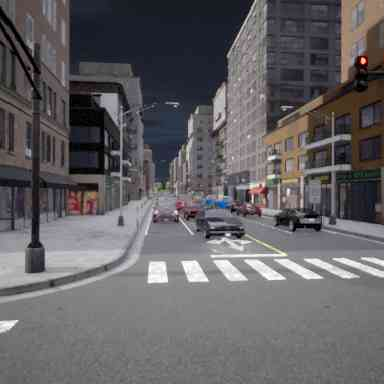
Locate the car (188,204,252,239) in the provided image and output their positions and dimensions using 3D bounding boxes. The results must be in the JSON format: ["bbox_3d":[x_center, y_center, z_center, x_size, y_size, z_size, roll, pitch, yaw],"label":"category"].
[{"bbox_3d":[1.300,1.573,17.875,2.033,1.411,5.357,0,0,-8],"label":"car"}]

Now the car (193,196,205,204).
[{"bbox_3d":[1.480,1.592,70.150,1.967,1.590,4.097,0,0,-6],"label":"car"}]

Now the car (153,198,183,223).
[{"bbox_3d":[-2.011,1.463,25.476,1.967,1.590,4.097,0,0,-6],"label":"car"}]

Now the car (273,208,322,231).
[{"bbox_3d":[6.533,1.621,20.811,1.947,1.339,4.313,0,0,-6],"label":"car"}]

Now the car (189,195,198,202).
[{"bbox_3d":[0.357,1.620,81.115,1.967,1.590,4.097,0,0,-6],"label":"car"}]

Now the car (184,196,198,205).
[{"bbox_3d":[-0.202,1.611,61.672,2.128,1.511,4.902,0,0,-6],"label":"car"}]

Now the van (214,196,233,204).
[{"bbox_3d":[4.288,1.429,42.740,1.690,1.788,3.998,0,0,-6],"label":"van"}]

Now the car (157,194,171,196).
[{"bbox_3d":[-4.819,1.513,52.886,1.967,1.590,4.097,0,0,-6],"label":"car"}]

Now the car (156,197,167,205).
[{"bbox_3d":[-5.942,1.650,63.850,2.008,1.369,4.403,0,0,-6],"label":"car"}]

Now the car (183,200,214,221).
[{"bbox_3d":[0.293,1.639,27.865,1.895,1.301,4.718,0,0,-6],"label":"car"}]

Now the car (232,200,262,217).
[{"bbox_3d":[5.410,1.651,31.776,1.802,1.307,4.206,0,0,-6],"label":"car"}]

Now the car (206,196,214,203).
[{"bbox_3d":[3.725,1.650,48.222,2.008,1.369,4.403,0,0,-6],"label":"car"}]

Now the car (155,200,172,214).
[{"bbox_3d":[-3.135,1.621,36.440,1.802,1.307,4.206,0,0,-6],"label":"car"}]

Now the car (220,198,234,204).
[{"bbox_3d":[4.848,1.644,37.258,1.947,1.339,4.313,0,0,-6],"label":"car"}]

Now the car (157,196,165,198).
[{"bbox_3d":[-3.696,1.600,41.922,2.008,1.369,4.403,0,0,-6],"label":"car"}]

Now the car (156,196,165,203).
[{"bbox_3d":[-7.065,1.671,74.815,1.887,1.381,4.507,0,0,-6],"label":"car"}]

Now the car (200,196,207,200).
[{"bbox_3d":[0.830,1.696,51.624,1.895,1.301,4.718,0,0,-6],"label":"car"}]

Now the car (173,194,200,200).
[{"bbox_3d":[-0.753,1.276,38.365,2.150,2.045,5.566,0,0,-5],"label":"car"}]

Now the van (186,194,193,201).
[{"bbox_3d":[-0.765,1.546,92.080,1.690,1.788,3.998,0,0,-6],"label":"van"}]
